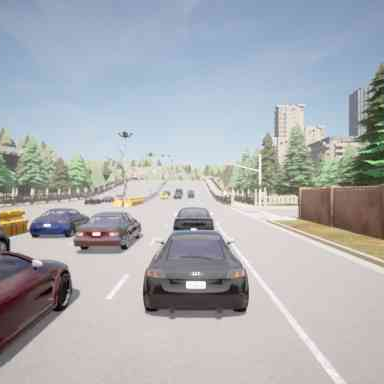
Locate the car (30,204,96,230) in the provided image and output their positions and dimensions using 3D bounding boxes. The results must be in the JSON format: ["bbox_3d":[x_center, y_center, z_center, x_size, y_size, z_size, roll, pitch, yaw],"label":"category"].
[{"bbox_3d":[-6.925,1.564,17.905,1.994,1.385,4.181,0,0,0],"label":"car"}]

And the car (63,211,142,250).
[{"bbox_3d":[-3.413,1.547,14.347,2.033,1.411,5.357,0,0,0],"label":"car"}]

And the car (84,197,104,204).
[{"bbox_3d":[-17.651,1.600,59.287,1.895,1.301,4.718,0,0,0],"label":"car"}]

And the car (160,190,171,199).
[{"bbox_3d":[-7.225,1.022,86.877,1.882,1.535,5.008,0,3,0],"label":"car"}]

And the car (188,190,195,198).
[{"bbox_3d":[-0.246,0.837,90.037,1.837,1.490,4.892,0,4,0],"label":"car"}]

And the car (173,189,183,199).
[{"bbox_3d":[-3.725,0.902,86.864,2.097,1.767,4.553,0,3,0],"label":"car"}]

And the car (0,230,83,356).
[{"bbox_3d":[-3.412,1.564,5.106,1.994,1.385,4.181,0,0,0],"label":"car"}]

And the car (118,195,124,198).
[{"bbox_3d":[-17.680,1.366,80.338,1.812,1.442,4.674,0,1,0],"label":"car"}]

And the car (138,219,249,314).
[{"bbox_3d":[0.086,1.564,7.716,1.994,1.385,4.181,0,0,1],"label":"car"}]

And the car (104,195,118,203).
[{"bbox_3d":[-17.609,1.538,69.835,2.033,1.411,5.357,0,0,0],"label":"car"}]

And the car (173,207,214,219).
[{"bbox_3d":[0.078,1.477,16.706,1.882,1.535,5.008,0,0,0],"label":"car"}]
